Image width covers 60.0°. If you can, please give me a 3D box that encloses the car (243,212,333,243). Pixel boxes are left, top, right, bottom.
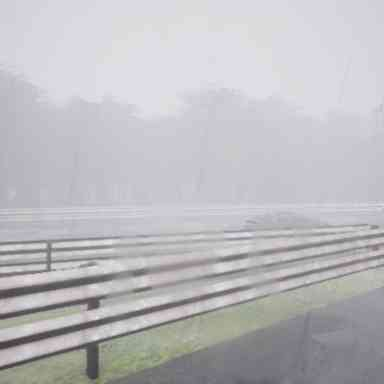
[{"bbox_3d":[4.905,1.744,16.702,4.902,1.511,2.128,0,0,-21],"label":"car"}]
